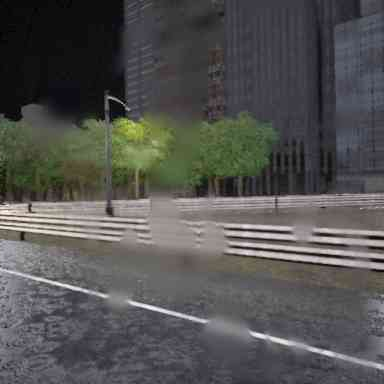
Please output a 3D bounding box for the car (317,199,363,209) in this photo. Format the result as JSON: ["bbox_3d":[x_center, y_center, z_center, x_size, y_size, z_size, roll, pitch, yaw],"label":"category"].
[{"bbox_3d":[14.804,1.008,33.400,4.181,1.385,1.994,-2,-1,-6],"label":"car"}]
